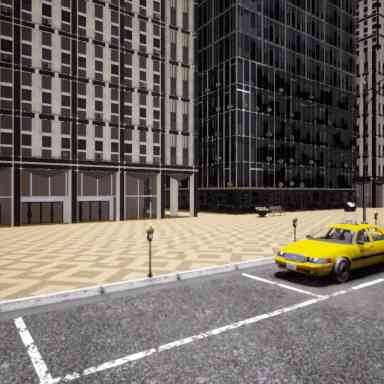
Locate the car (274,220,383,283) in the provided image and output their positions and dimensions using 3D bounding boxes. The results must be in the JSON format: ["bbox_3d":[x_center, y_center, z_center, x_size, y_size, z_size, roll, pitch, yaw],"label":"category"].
[{"bbox_3d":[4.444,1.526,9.679,4.829,1.417,1.752,0,0,-35],"label":"car"}]
